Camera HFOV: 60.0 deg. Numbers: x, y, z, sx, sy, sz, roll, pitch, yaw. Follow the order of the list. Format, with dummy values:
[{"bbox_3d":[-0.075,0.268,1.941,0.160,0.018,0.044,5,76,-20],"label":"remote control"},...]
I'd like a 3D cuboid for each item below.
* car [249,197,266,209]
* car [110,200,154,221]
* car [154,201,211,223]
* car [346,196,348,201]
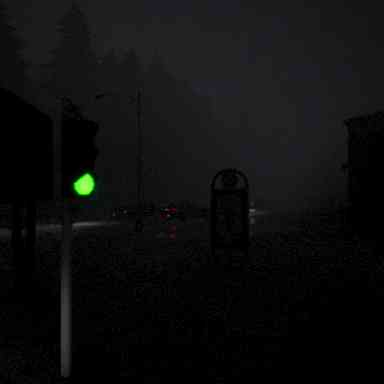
[{"bbox_3d":[8.192,1.445,44.016,1.837,1.490,4.892,0,0,36],"label":"car"},{"bbox_3d":[-4.327,1.428,26.524,2.128,1.511,4.902,0,1,36],"label":"car"},{"bbox_3d":[-0.237,1.448,25.202,2.128,1.511,4.902,0,0,36],"label":"car"},{"bbox_3d":[37.562,1.476,78.147,2.128,1.511,4.902,0,0,36],"label":"car"}]
